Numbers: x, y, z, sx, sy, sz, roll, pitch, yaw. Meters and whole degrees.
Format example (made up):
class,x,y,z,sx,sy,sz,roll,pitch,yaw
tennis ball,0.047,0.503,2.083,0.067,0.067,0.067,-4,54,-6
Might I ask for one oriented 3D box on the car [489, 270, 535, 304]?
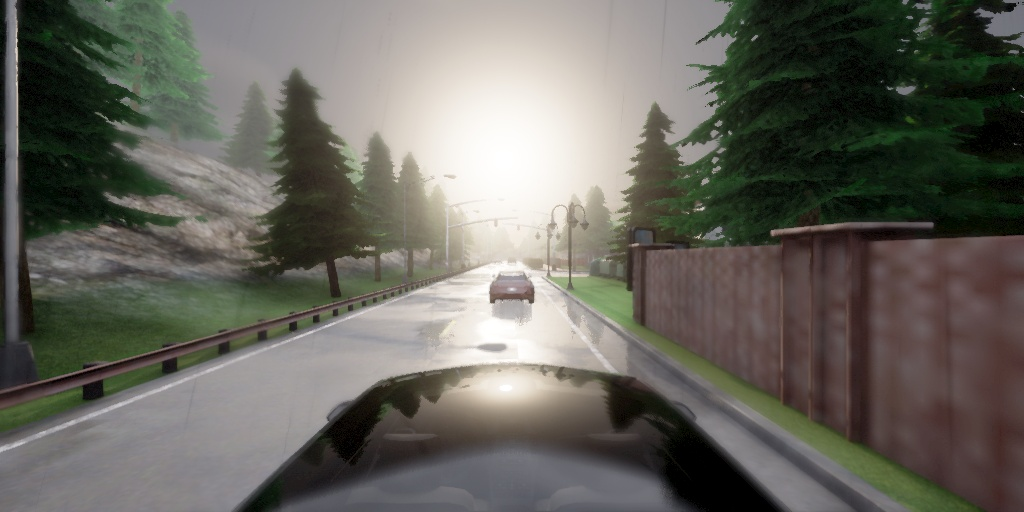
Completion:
class,x,y,z,sx,sy,sz,roll,pitch,yaw
car,0.000,1.320,16.500,1.994,1.385,4.181,0,0,0
